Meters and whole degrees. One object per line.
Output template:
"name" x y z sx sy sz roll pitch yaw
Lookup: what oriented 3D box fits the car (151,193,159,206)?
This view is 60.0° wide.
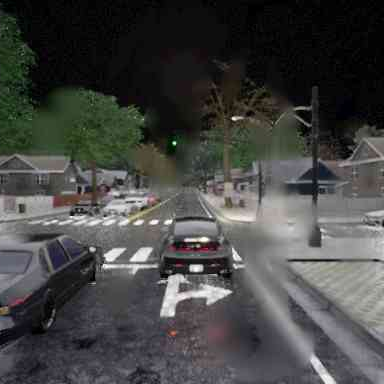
"car" -6.574 1.047 49.528 2.097 1.767 4.553 0 1 0

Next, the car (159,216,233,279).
"car" 0.095 1.480 9.974 1.837 1.490 4.892 0 0 0

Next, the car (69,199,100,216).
"car" -9.851 1.433 31.057 1.994 1.385 4.181 0 0 0

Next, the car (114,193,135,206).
"car" -9.829 1.063 48.448 2.097 1.767 4.553 0 1 0

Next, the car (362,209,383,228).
"car" 12.588 1.374 19.671 4.674 1.442 1.812 0 0 -2

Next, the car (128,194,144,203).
"car" -9.756 1.100 58.119 1.994 1.385 4.181 0 1 0

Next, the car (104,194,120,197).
"car" -9.842 1.167 39.746 2.097 1.767 4.553 0 0 0

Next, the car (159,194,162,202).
"car" -6.506 1.009 59.747 1.837 1.490 4.892 0 1 0

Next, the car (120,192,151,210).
"car" -6.593 1.037 39.639 2.150 2.045 5.566 0 0 0

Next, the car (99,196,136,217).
"car" -6.592 1.401 29.960 1.812 1.442 4.674 0 0 0

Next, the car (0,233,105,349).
"car" -3.203 1.535 6.606 2.033 1.411 5.357 0 0 -2
